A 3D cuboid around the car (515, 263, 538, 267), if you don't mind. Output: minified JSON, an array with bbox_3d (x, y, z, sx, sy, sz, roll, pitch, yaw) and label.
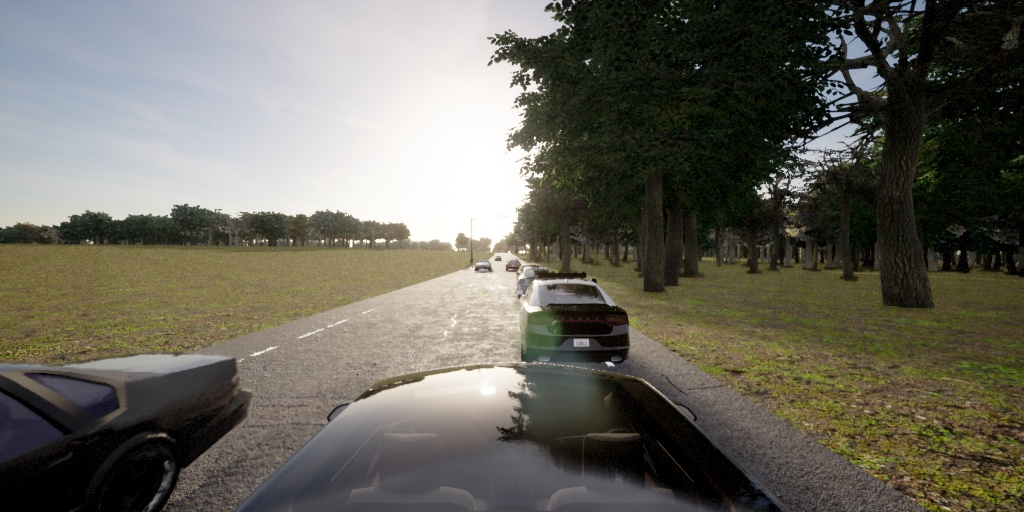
[{"bbox_3d":[1.188,1.247,18.167,1.812,1.442,4.674,0,0,0],"label":"car"}]

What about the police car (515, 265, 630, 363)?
[{"bbox_3d":[1.121,1.168,8.271,1.930,1.638,5.238,0,0,0],"label":"police car"}]

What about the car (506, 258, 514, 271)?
[{"bbox_3d":[0.209,1.151,46.562,1.994,1.385,4.181,0,0,2],"label":"car"}]

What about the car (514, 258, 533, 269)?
[{"bbox_3d":[1.216,1.155,24.360,1.801,1.575,5.366,0,0,0],"label":"car"}]

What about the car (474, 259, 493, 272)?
[{"bbox_3d":[-3.408,1.131,43.176,1.812,1.442,4.674,0,0,0],"label":"car"}]

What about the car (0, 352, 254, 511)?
[{"bbox_3d":[-3.589,1.298,1.269,2.033,1.411,5.357,0,0,1],"label":"car"}]
